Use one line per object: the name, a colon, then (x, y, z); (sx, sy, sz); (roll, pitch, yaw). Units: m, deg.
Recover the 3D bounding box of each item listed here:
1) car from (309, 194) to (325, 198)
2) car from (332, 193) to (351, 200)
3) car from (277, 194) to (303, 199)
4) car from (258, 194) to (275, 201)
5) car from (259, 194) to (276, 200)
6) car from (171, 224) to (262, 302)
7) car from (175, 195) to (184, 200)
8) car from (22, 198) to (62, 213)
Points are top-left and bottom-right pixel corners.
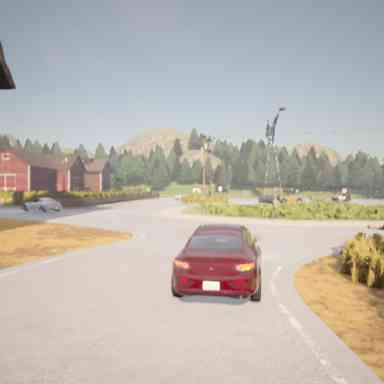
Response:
car: (31.798, 1.281, 84.122); (4.193, 1.474, 1.816); (0, 0, 3)
car: (31.715, 1.124, 70.627); (3.866, 1.878, 1.905); (0, 0, 3)
car: (17.985, 1.147, 61.089); (4.605, 1.855, 1.932); (0, 0, 3)
car: (13.237, 1.385, 60.541); (2.033, 1.411, 5.357); (0, 0, 0)
car: (18.890, 1.297, 83.551); (3.905, 1.438, 1.784); (0, 0, 3)
car: (0.729, 1.503, 8.207); (1.812, 1.442, 4.674); (0, 0, 10)
car: (-3.191, 1.368, 85.197); (1.895, 1.301, 4.718); (0, 0, 3)
car: (-15.212, 1.335, 33.757); (4.674, 1.442, 1.812); (0, 0, 32)
